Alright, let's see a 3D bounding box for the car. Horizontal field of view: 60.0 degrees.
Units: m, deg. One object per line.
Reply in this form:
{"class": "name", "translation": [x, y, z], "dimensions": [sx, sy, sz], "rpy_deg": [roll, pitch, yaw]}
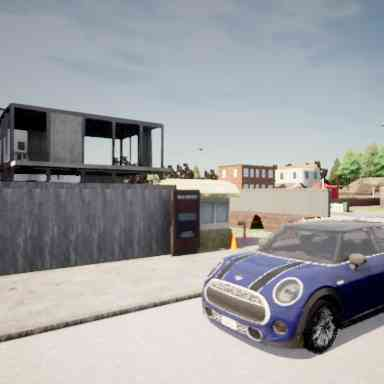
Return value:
{"class": "car", "translation": [2.391, 1.365, 6.282], "dimensions": [4.553, 1.767, 2.097], "rpy_deg": [0, 0, -35]}
